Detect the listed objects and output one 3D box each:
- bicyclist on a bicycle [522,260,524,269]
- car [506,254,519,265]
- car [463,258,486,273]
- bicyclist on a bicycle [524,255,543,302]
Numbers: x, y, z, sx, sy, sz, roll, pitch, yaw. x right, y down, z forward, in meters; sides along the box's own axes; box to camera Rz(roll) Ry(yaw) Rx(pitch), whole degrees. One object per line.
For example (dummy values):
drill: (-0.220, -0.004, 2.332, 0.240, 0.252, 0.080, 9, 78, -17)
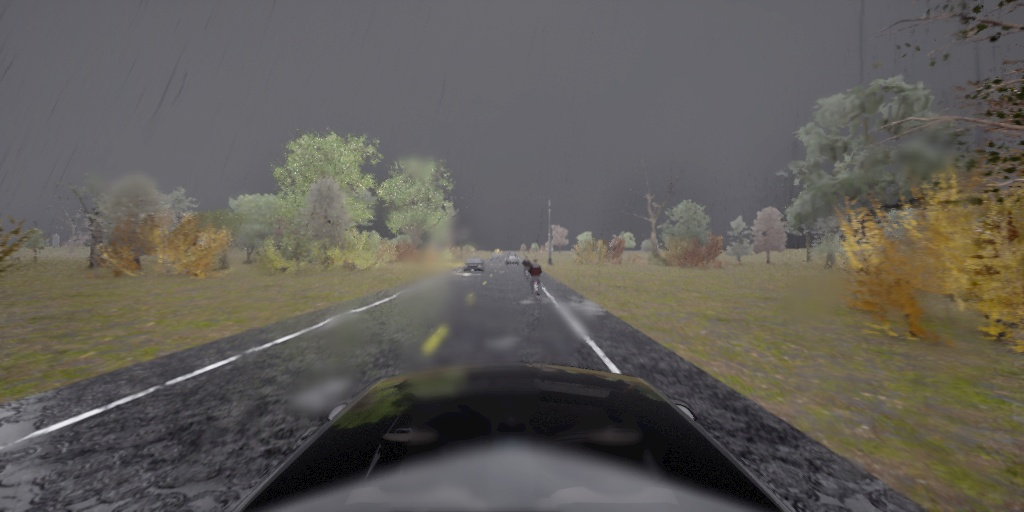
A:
bicyclist on a bicycle: (0.965, 0.835, 24.055, 0.659, 1.776, 1.843, 0, 1, 0)
car: (0.082, 0.605, 56.433, 1.994, 1.385, 4.181, 0, 1, 0)
car: (-3.583, 0.867, 35.225, 2.033, 1.411, 5.357, 0, 1, 0)
bicyclist on a bicycle: (0.964, 0.953, 14.847, 0.659, 1.776, 1.843, 0, 1, 0)
